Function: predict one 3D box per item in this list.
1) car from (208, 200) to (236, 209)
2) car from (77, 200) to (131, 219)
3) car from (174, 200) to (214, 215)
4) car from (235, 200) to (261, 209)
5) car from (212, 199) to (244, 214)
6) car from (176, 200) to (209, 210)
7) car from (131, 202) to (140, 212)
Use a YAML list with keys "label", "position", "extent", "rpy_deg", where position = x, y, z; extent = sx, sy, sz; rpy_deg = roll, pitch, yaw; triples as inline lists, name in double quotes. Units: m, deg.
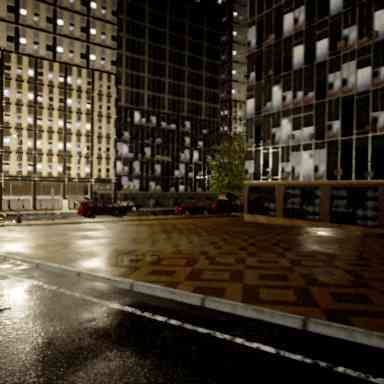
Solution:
- label: "car"
  position: [4.912, 2.032, 53.861]
  extent: [4.313, 1.339, 1.947]
  rpy_deg: [0, 1, -34]
- label: "car"
  position: [-9.374, 1.809, 34.567]
  extent: [5.009, 1.841, 2.192]
  rpy_deg: [0, 1, -34]
- label: "car"
  position: [-0.013, 2.106, 40.961]
  extent: [4.507, 1.381, 1.887]
  rpy_deg: [0, 1, -34]
- label: "car"
  position: [9.594, 2.082, 57.056]
  extent: [4.206, 1.307, 1.802]
  rpy_deg: [0, 1, -34]
- label: "car"
  position: [4.673, 1.910, 44.153]
  extent: [5.009, 1.841, 2.192]
  rpy_deg: [0, 1, -34]
- label: "car"
  position: [0.089, 1.957, 50.569]
  extent: [4.829, 1.417, 1.752]
  rpy_deg: [0, 1, -34]
- label: "car"
  position: [-9.136, 1.917, 44.274]
  extent: [4.403, 1.369, 2.008]
  rpy_deg: [0, 1, -34]
